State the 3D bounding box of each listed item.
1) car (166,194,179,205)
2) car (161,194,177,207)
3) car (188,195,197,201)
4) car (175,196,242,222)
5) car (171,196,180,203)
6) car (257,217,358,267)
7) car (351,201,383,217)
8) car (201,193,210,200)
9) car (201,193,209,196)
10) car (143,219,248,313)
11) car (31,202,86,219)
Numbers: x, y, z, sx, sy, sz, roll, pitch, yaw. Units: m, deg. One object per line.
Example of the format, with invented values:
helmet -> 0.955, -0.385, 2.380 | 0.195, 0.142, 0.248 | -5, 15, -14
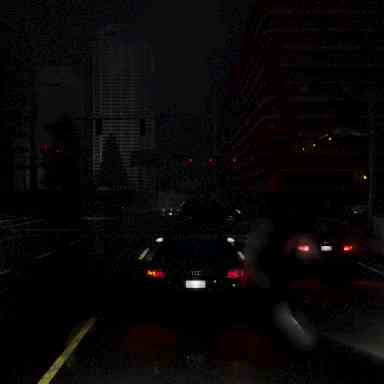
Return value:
car -> -3.532, 1.352, 60.629 | 2.097, 1.767, 4.553 | 0, 0, 0
car -> -3.563, 1.491, 50.704 | 2.128, 1.511, 4.902 | 0, 0, 0
car -> 0.052, 1.534, 81.396 | 2.033, 1.411, 5.357 | 0, 0, 0
car -> 1.285, 1.338, 23.773 | 4.553, 1.767, 2.097 | 0, 0, 0
car -> -3.455, 1.524, 70.608 | 1.812, 1.442, 4.674 | 0, 0, 0
car -> 3.596, 1.547, 11.377 | 2.033, 1.411, 5.357 | 0, 0, 0
car -> 15.943, 1.470, 28.270 | 4.674, 1.442, 1.812 | 0, 0, -10
car -> 3.557, 1.207, 90.422 | 2.150, 2.045, 5.566 | 0, 0, 0
car -> 3.551, 1.493, 80.538 | 1.837, 1.490, 4.892 | 0, 0, 0
car -> 0.074, 1.564, 7.757 | 1.994, 1.385, 4.181 | 0, 0, 0
car -> -11.088, 1.535, 27.768 | 4.181, 1.385, 1.994 | 1, 0, -10
